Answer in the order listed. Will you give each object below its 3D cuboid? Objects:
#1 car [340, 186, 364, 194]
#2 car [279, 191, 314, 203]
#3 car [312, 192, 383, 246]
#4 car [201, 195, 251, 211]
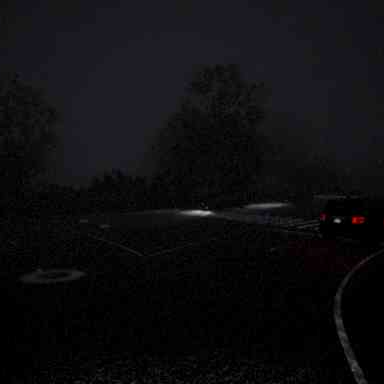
[{"bbox_3d":[23.870,-0.146,49.391,4.674,1.442,1.812,-3,3,-39],"label":"car"},{"bbox_3d":[12.639,0.560,40.175,4.718,1.301,1.895,-3,3,-39],"label":"car"},{"bbox_3d":[8.475,1.274,16.394,5.566,2.045,2.150,-3,3,-40],"label":"car"},{"bbox_3d":[3.431,0.995,32.570,5.357,1.411,2.033,-3,3,-40],"label":"car"}]
